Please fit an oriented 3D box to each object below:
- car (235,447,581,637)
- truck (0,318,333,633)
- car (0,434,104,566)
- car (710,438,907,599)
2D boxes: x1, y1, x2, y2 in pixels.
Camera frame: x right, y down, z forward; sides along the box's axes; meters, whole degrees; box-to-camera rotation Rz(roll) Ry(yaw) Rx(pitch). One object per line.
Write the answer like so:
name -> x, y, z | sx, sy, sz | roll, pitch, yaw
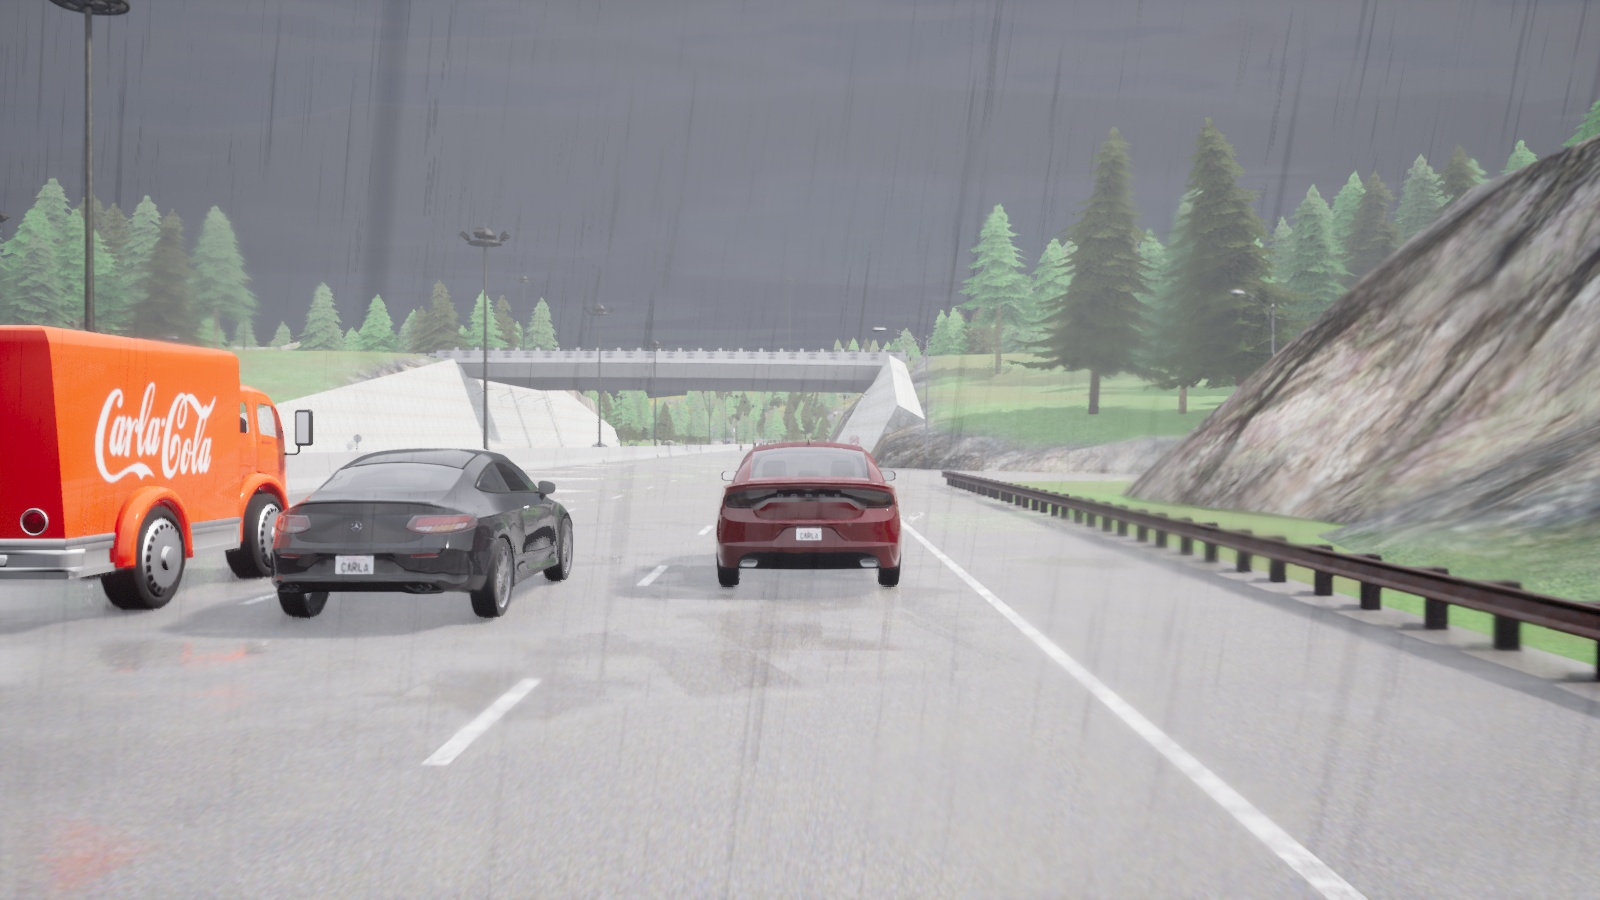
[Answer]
car -> -3.416, 0.702, 11.974 | 1.812, 1.442, 4.674 | 0, 0, 0
truck -> -6.913, 0.184, 12.419 | 2.627, 2.467, 5.204 | 0, 0, 0
car -> -10.402, 0.596, 14.437 | 1.801, 1.575, 5.366 | 0, 0, 0
car -> 0.098, 0.642, 14.507 | 1.882, 1.535, 5.008 | 0, 0, 0
